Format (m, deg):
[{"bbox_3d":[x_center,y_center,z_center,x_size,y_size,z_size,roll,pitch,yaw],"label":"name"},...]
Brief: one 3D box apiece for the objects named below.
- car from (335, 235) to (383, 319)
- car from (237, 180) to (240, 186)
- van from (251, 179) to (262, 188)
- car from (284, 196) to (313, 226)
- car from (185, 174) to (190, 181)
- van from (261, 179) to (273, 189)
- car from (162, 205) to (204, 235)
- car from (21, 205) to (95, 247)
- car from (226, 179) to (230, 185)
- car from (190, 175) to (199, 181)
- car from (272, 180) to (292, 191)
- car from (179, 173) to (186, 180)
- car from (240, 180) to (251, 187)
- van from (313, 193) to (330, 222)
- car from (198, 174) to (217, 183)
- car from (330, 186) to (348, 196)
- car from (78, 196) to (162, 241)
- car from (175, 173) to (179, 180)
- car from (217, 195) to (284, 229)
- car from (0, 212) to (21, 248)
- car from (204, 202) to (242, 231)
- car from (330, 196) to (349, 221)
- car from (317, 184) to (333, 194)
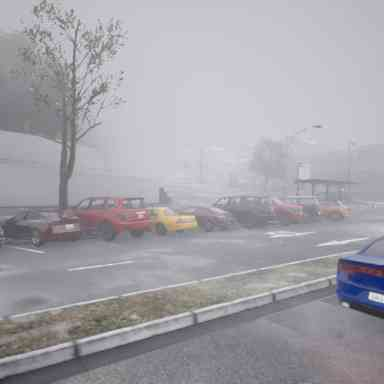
[{"bbox_3d":[4.900,1.487,6.602,5.008,1.535,1.882,0,0,-35],"label":"car"},{"bbox_3d":[11.451,-2.043,75.498,2.002,1.452,4.674,7,4,35],"label":"car"},{"bbox_3d":[14.846,-1.764,70.439,1.878,1.987,4.442,7,4,35],"label":"van"},{"bbox_3d":[5.304,1.267,23.854,5.566,2.045,2.435,-1,-1,35],"label":"car"},{"bbox_3d":[0.988,-3.850,90.217,2.185,1.767,4.553,6,3,34],"label":"car"},{"bbox_3d":[16.570,-1.491,67.965,1.878,1.987,4.442,7,4,35],"label":"van"},{"bbox_3d":[-2.253,1.502,18.779,5.366,1.575,1.946,-1,-1,35],"label":"car"},{"bbox_3d":[-7.025,1.524,15.216,4.792,1.488,2.163,-1,-1,35],"label":"car"},{"bbox_3d":[9.713,-2.317,77.964,2.002,1.452,4.674,7,3,35],"label":"car"},{"bbox_3d":[2.777,-3.699,87.747,2.435,2.045,5.566,7,3,34],"label":"car"},{"bbox_3d":[18.325,-0.992,65.599,2.231,1.521,4.892,7,3,35],"label":"car"},{"bbox_3d":[-0.737,-4.085,92.690,2.185,1.767,4.553,4,1,34],"label":"car"},{"bbox_3d":[13.278,-1.812,73.174,1.946,1.575,5.366,7,3,35],"label":"car"},{"bbox_3d":[7.846,1.296,25.519,4.442,1.987,1.878,-1,-1,35],"label":"van"},{"bbox_3d":[4.623,-3.176,85.484,1.946,1.575,5.366,7,3,34],"label":"car"},{"bbox_3d":[25.207,0.136,55.727,2.002,1.452,4.674,7,3,35],"label":"car"},{"bbox_3d":[-4.577,1.247,16.956,5.566,2.045,2.435,-1,-1,35],"label":"car"},{"bbox_3d":[-2.504,-4.362,95.041,2.435,2.045,5.566,1,-1,35],"label":"car"},{"bbox_3d":[2.788,1.262,22.154,5.566,2.045,2.435,-1,-1,35],"label":"car"},{"bbox_3d":[-9.448,1.493,13.474,4.892,1.521,2.231,-1,-1,35],"label":"car"},{"bbox_3d":[0.357,1.548,20.401,4.674,1.452,2.002,-1,-1,35],"label":"car"},{"bbox_3d":[10.259,1.403,27.264,4.553,1.767,2.185,-1,-1,35],"label":"car"},{"bbox_3d":[23.521,-0.426,58.203,2.435,2.045,5.566,7,3,35],"label":"car"}]
